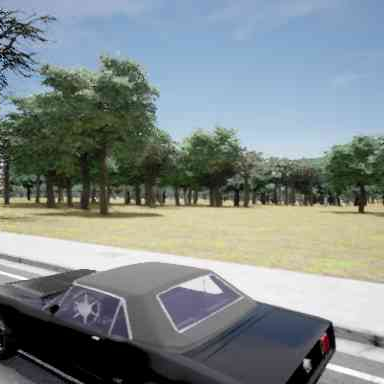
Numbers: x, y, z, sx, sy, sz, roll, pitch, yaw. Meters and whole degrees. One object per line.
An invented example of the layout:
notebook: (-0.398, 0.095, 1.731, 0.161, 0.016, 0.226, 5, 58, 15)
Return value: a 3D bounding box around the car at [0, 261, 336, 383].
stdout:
car: (-0.846, 1.611, 4.295, 4.718, 1.301, 1.895, 0, 0, 36)
